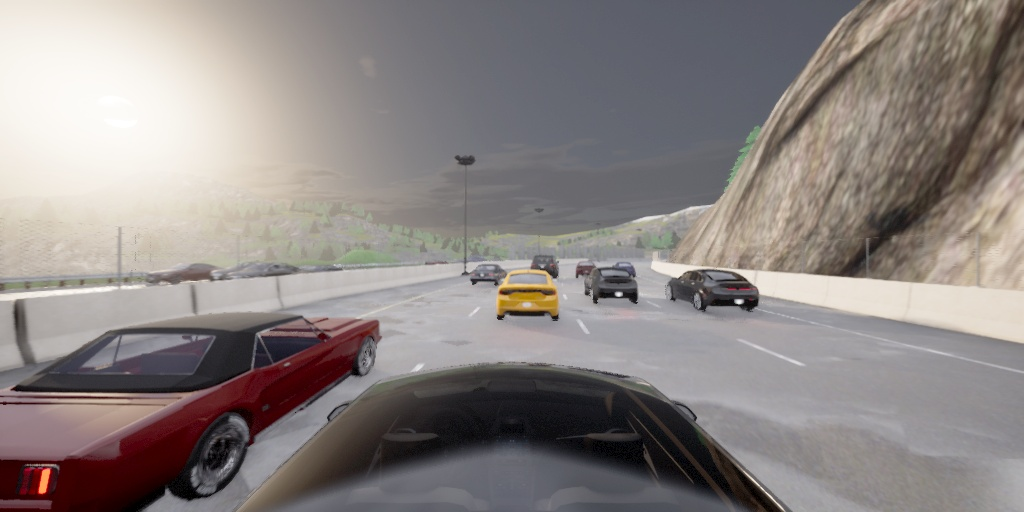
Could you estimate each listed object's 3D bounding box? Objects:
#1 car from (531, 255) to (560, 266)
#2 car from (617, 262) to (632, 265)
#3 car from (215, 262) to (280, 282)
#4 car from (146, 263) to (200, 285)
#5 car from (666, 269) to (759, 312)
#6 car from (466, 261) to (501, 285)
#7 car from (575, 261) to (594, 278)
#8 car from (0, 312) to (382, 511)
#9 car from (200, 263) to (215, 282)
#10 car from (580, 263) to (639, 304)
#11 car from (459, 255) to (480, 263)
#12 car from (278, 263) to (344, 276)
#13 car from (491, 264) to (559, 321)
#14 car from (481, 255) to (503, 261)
[{"bbox_3d":[2.885,0.949,31.055,2.150,2.045,5.566,0,0,10],"label":"car"},{"bbox_3d":[10.646,1.268,34.200,1.812,1.442,4.674,0,0,12],"label":"car"},{"bbox_3d":[-16.098,1.183,23.562,2.128,1.511,4.902,0,0,7],"label":"car"},{"bbox_3d":[-22.923,1.199,25.439,1.812,1.442,4.674,0,0,7],"label":"car"},{"bbox_3d":[7.738,1.260,14.327,1.837,1.490,4.892,0,0,5],"label":"car"},{"bbox_3d":[-1.566,1.270,25.556,2.033,1.411,5.357,0,0,8],"label":"car"},{"bbox_3d":[7.028,1.212,33.969,1.882,1.535,5.008,0,0,11],"label":"car"},{"bbox_3d":[-3.306,1.341,4.390,1.895,1.301,4.718,0,0,1],"label":"car"},{"bbox_3d":[-19.296,1.173,26.209,2.128,1.511,4.902,0,0,8],"label":"car"},{"bbox_3d":[4.426,1.250,16.508,1.837,1.490,4.892,0,0,5],"label":"car"},{"bbox_3d":[-6.669,0.894,63.511,2.150,2.045,5.566,0,0,20],"label":"car"},{"bbox_3d":[-12.596,1.263,23.365,1.994,1.385,4.181,0,0,7],"label":"car"},{"bbox_3d":[0.593,1.218,12.589,1.882,1.535,5.008,0,0,4],"label":"car"},{"bbox_3d":[-3.163,1.034,62.967,2.097,1.767,4.553,0,0,20],"label":"car"}]
